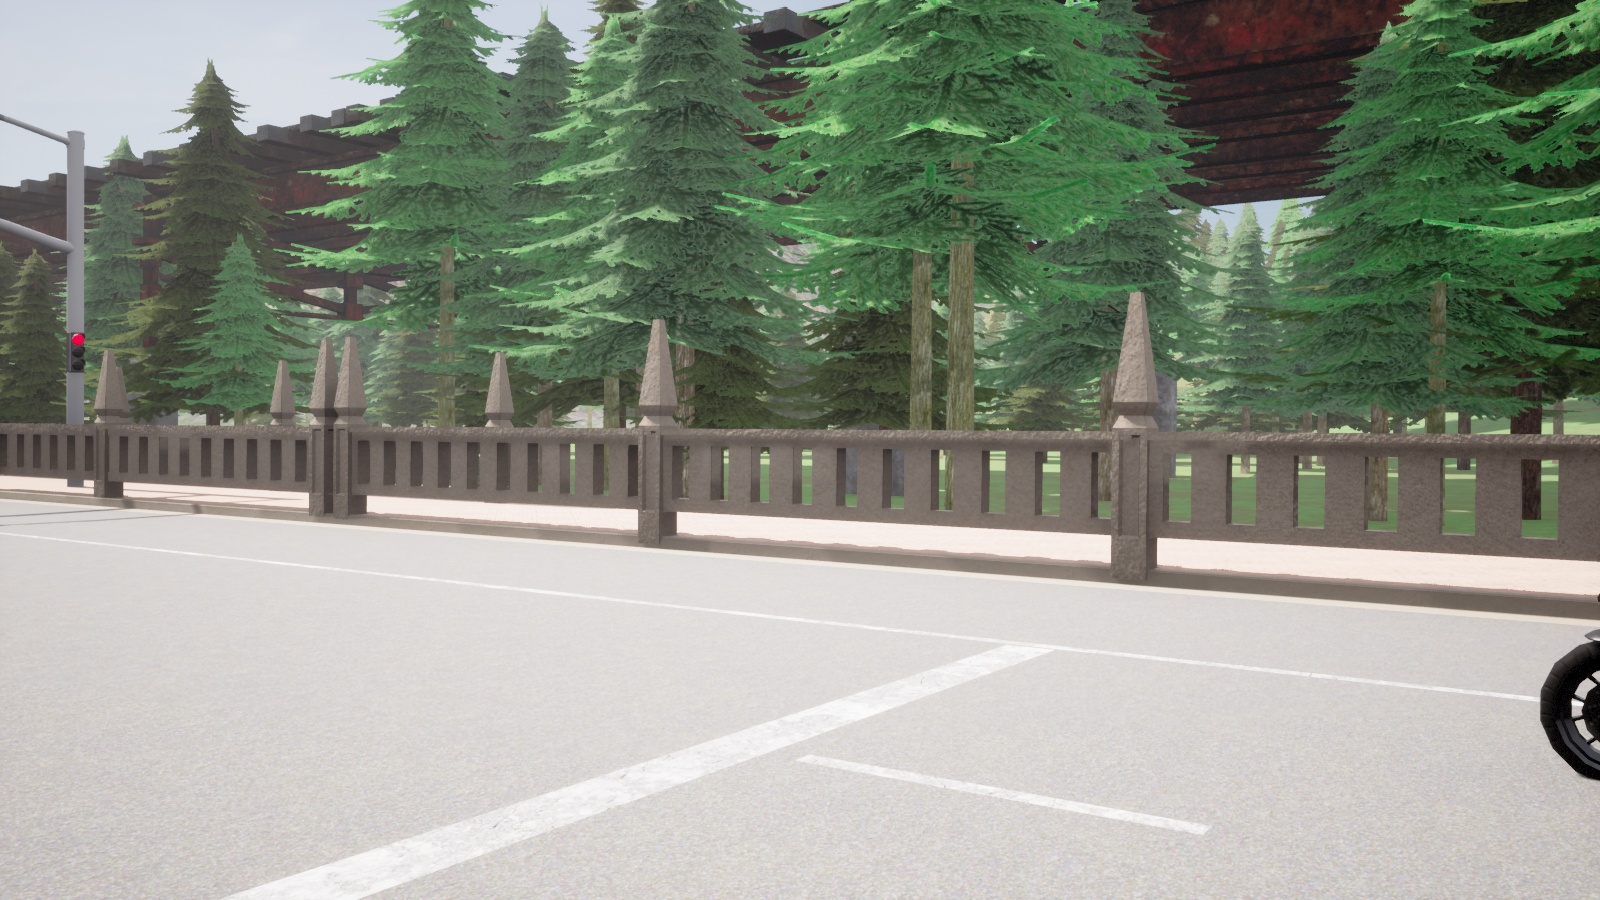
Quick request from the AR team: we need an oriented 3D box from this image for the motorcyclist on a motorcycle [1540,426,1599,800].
[{"bbox_3d":[4.247,0.660,5.004,2.191,1.530,0.866,0,1,34],"label":"motorcyclist on a motorcycle"}]
